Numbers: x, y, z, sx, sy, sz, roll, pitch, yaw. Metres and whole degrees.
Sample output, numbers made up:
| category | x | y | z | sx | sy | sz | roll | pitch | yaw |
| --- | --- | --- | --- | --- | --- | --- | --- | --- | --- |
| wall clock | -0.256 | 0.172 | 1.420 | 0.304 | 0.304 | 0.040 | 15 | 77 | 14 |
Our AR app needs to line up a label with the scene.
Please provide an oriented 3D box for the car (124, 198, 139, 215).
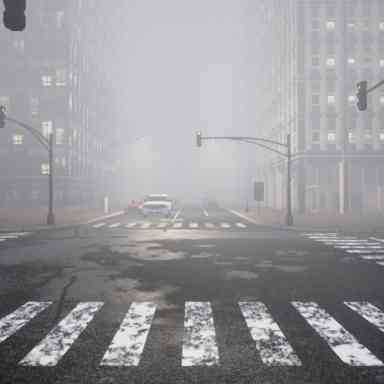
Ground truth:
| category | x | y | z | sx | sy | sz | roll | pitch | yaw |
| --- | --- | --- | --- | --- | --- | --- | --- | --- | --- |
| car | -5.658 | 1.453 | 33.789 | 1.967 | 1.590 | 4.097 | 1 | 0 | 0 |

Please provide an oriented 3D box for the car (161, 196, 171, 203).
| category | x | y | z | sx | sy | sz | roll | pitch | yaw |
| --- | --- | --- | --- | --- | --- | --- | --- | --- | --- |
| car | -5.642 | 1.573 | 72.814 | 1.887 | 1.381 | 4.507 | 1 | 0 | 0 |

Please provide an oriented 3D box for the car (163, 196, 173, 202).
| category | x | y | z | sx | sy | sz | roll | pitch | yaw |
| --- | --- | --- | --- | --- | --- | --- | --- | --- | --- |
| car | -5.639 | 1.582 | 78.390 | 2.008 | 1.369 | 4.403 | 1 | 0 | 0 |

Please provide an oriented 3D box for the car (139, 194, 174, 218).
| category | x | y | z | sx | sy | sz | roll | pitch | yaw |
| --- | --- | --- | --- | --- | --- | --- | --- | --- | --- |
| car | -3.083 | 1.233 | 30.352 | 2.150 | 2.045 | 5.566 | 0 | 0 | 0 |

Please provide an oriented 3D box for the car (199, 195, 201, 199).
| category | x | y | z | sx | sy | sz | roll | pitch | yaw |
| --- | --- | --- | --- | --- | --- | --- | --- | --- | --- |
| car | 2.733 | 1.590 | 61.730 | 1.947 | 1.339 | 4.313 | 1 | 0 | 0 |

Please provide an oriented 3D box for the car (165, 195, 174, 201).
| category | x | y | z | sx | sy | sz | roll | pitch | yaw |
| --- | --- | --- | --- | --- | --- | --- | --- | --- | --- |
| car | -5.637 | 1.578 | 83.965 | 1.887 | 1.381 | 4.507 | 1 | 0 | 0 |

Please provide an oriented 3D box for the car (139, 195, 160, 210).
| category | x | y | z | sx | sy | sz | roll | pitch | yaw |
| --- | --- | --- | --- | --- | --- | --- | --- | --- | --- |
| car | -5.651 | 1.332 | 44.939 | 2.192 | 1.841 | 5.009 | 1 | 0 | 0 |

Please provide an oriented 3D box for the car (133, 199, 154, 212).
| category | x | y | z | sx | sy | sz | roll | pitch | yaw |
| --- | --- | --- | --- | --- | --- | --- | --- | --- | --- |
| car | -5.659 | 1.597 | 39.364 | 1.802 | 1.307 | 4.206 | 1 | 0 | 0 |

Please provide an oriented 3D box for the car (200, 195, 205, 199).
| category | x | y | z | sx | sy | sz | roll | pitch | yaw |
| --- | --- | --- | --- | --- | --- | --- | --- | --- | --- |
| car | 2.731 | 1.547 | 56.323 | 1.752 | 1.417 | 4.829 | 1 | 0 | 0 |

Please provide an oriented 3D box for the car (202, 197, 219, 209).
| category | x | y | z | sx | sy | sz | roll | pitch | yaw |
| --- | --- | --- | --- | --- | --- | --- | --- | --- | --- |
| car | 2.724 | 1.599 | 44.997 | 1.802 | 1.307 | 4.206 | 1 | 0 | 0 |

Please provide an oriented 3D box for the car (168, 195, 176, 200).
| category | x | y | z | sx | sy | sz | roll | pitch | yaw |
| --- | --- | --- | --- | --- | --- | --- | --- | --- | --- |
| car | -5.632 | 1.605 | 95.115 | 1.947 | 1.339 | 4.313 | 1 | 0 | 0 |

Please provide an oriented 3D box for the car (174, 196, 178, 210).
| category | x | y | z | sx | sy | sz | roll | pitch | yaw |
| --- | --- | --- | --- | --- | --- | --- | --- | --- | --- |
| car | -3.079 | 1.541 | 40.669 | 1.812 | 1.442 | 4.674 | 0 | 0 | 0 |

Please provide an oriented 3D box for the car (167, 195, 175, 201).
| category | x | y | z | sx | sy | sz | roll | pitch | yaw |
| --- | --- | --- | --- | --- | --- | --- | --- | --- | --- |
| car | -5.634 | 1.587 | 89.540 | 2.008 | 1.369 | 4.403 | 1 | 0 | 0 |
